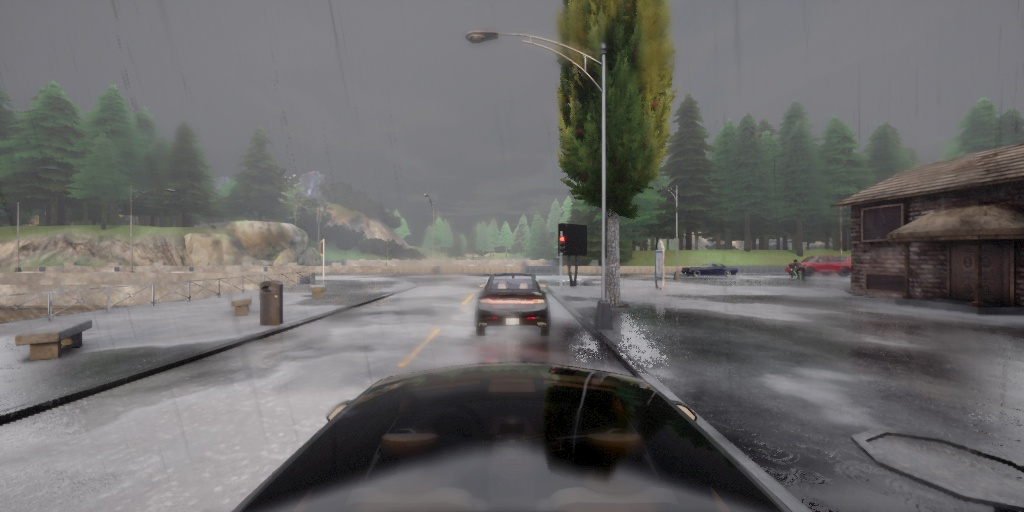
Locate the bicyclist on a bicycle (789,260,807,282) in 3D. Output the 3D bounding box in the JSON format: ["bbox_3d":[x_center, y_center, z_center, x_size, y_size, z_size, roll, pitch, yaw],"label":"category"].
[{"bbox_3d":[20.957,1.094,26.330,0.582,1.620,1.656,-1,0,0],"label":"bicyclist on a bicycle"}]

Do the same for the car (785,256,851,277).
[{"bbox_3d":[29.781,0.971,34.733,5.566,2.045,2.150,0,0,0],"label":"car"}]

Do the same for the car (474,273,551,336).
[{"bbox_3d":[0.031,1.241,10.386,2.128,1.511,4.902,0,0,0],"label":"car"}]

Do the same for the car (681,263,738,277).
[{"bbox_3d":[19.020,1.351,34.733,4.718,1.301,1.895,0,0,0],"label":"car"}]
